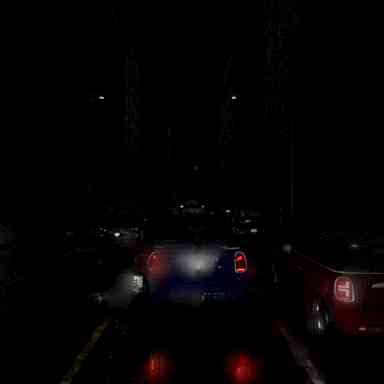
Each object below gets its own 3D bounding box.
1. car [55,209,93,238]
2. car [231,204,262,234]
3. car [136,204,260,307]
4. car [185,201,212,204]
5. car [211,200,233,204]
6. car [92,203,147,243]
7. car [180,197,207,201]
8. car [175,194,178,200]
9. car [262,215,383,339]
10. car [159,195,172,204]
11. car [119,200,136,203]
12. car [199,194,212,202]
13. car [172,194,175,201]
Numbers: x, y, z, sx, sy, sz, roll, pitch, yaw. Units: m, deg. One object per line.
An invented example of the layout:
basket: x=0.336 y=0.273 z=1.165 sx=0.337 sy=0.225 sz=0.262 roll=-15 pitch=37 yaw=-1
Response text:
car: x=-5.659 y=1.567 z=17.595 sx=1.947 sy=1.339 sz=4.313 roll=0 pitch=0 yaw=0
car: x=2.866 y=1.552 z=17.589 sx=2.008 sy=1.369 sz=4.403 roll=0 pitch=0 yaw=0
car: x=0.105 y=1.352 z=8.157 sx=2.097 sy=1.767 sz=4.553 roll=0 pitch=0 yaw=0
car: x=0.108 y=1.479 z=17.437 sx=1.882 sy=1.535 sz=5.008 roll=0 pitch=0 yaw=0
car: x=2.874 y=1.569 z=28.592 sx=1.947 sy=1.339 sz=4.313 roll=0 pitch=0 yaw=0
car: x=-3.078 y=1.506 z=16.126 sx=1.837 sy=1.490 sz=4.892 roll=0 pitch=0 yaw=0
car: x=0.019 y=1.460 z=27.459 sx=1.801 sy=1.575 sz=5.366 roll=0 pitch=0 yaw=0
car: x=-5.523 y=1.638 z=92.573 sx=1.752 sy=1.417 sz=4.829 roll=0 pitch=0 yaw=0
car: x=2.858 y=1.440 z=6.586 sx=1.967 sy=1.590 sz=4.097 roll=0 pitch=0 yaw=0
car: x=-5.591 y=1.626 z=65.701 sx=1.802 sy=1.307 sz=4.206 roll=0 pitch=0 yaw=0
car: x=-5.652 y=1.444 z=28.598 sx=1.967 sy=1.590 sz=4.097 roll=0 pitch=0 yaw=0
car: x=2.934 y=1.484 z=65.682 sx=1.967 sy=1.590 sz=4.097 roll=0 pitch=0 yaw=0
car: x=-5.563 y=1.617 z=76.518 sx=2.008 sy=1.369 sz=4.403 roll=0 pitch=0 yaw=0
